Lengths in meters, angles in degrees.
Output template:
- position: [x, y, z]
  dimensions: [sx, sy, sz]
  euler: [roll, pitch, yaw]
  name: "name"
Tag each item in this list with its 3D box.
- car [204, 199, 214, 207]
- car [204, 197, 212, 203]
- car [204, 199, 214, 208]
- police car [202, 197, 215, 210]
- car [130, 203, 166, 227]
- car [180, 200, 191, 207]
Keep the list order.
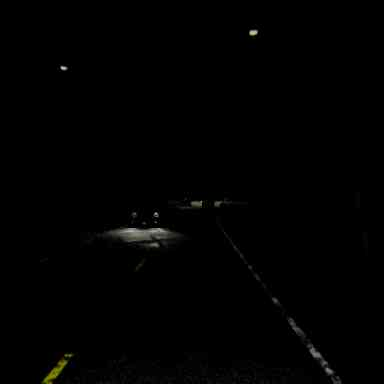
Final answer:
- position: [3.583, 2.180, 68.355]
  dimensions: [1.882, 1.535, 5.008]
  euler: [0, -1, 4]
  name: "car"
- position: [4.189, 2.173, 88.125]
  dimensions: [1.882, 1.535, 5.008]
  euler: [0, -1, 6]
  name: "car"
- position: [3.176, 2.104, 62.578]
  dimensions: [1.801, 1.575, 5.366]
  euler: [0, -1, 4]
  name: "car"
- position: [2.554, 1.977, 52.547]
  dimensions: [1.930, 1.638, 5.238]
  euler: [0, -1, 3]
  name: "police car"
- position: [-3.227, 1.624, 25.129]
  dimensions: [2.097, 1.767, 4.553]
  euler: [0, -1, 2]
  name: "car"
- position: [-1.175, 2.223, 65.712]
  dimensions: [2.033, 1.411, 5.357]
  euler: [0, -1, 4]
  name: "car"
